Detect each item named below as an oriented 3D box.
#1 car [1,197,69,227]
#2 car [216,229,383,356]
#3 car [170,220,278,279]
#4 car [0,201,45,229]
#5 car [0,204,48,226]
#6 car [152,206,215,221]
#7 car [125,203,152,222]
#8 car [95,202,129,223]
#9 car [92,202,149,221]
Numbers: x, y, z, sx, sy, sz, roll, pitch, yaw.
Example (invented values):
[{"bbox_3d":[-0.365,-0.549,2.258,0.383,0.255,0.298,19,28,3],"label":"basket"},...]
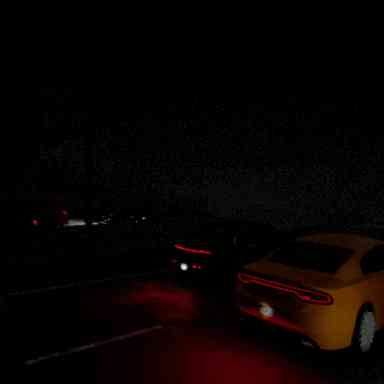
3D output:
[{"bbox_3d":[-9.773,1.324,18.464,5.566,2.045,2.150,1,-1,-37],"label":"car"},{"bbox_3d":[2.957,1.549,6.298,5.008,1.535,1.882,0,0,-40],"label":"car"},{"bbox_3d":[1.633,1.599,9.748,4.892,1.490,1.837,0,0,-41],"label":"car"},{"bbox_3d":[-9.196,1.423,14.501,4.553,1.767,2.097,1,-1,-34],"label":"car"},{"bbox_3d":[-13.641,1.678,24.329,5.357,1.411,2.033,1,-1,-37],"label":"car"},{"bbox_3d":[-0.243,1.757,22.447,1.994,1.385,4.181,0,-1,45],"label":"car"},{"bbox_3d":[-2.099,1.755,25.502,2.033,1.411,5.357,0,-1,44],"label":"car"},{"bbox_3d":[-5.428,1.767,27.150,4.181,1.385,1.994,1,-1,-45],"label":"car"},{"bbox_3d":[-6.576,1.706,30.905,1.882,1.535,5.008,0,-1,42],"label":"car"}]
